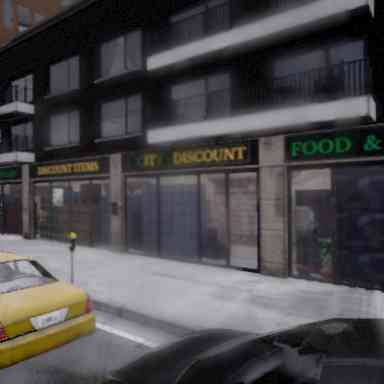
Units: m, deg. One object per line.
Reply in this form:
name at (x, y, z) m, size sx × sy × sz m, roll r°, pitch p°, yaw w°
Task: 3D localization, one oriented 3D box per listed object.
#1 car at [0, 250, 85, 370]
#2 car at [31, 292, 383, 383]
car at (-3.634, 1.535, 5.458) m, size 4.829 × 1.417 × 1.752 m, roll 0°, pitch -1°, yaw 36°
car at (1.119, 1.566, 2.058) m, size 4.313 × 1.339 × 1.947 m, roll 0°, pitch -1°, yaw 36°
